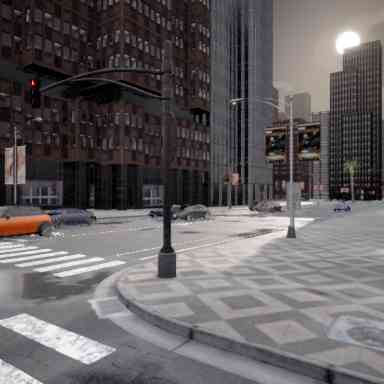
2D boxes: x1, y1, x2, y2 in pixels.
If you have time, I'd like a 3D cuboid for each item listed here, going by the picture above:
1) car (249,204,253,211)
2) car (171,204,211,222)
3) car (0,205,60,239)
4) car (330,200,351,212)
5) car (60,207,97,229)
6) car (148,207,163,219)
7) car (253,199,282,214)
[{"bbox_3d":[10.463,2.235,51.222,1.837,1.490,4.892,0,-1,36],"label":"car"},{"bbox_3d":[-0.111,1.901,30.792,1.837,1.490,4.892,0,-1,35],"label":"car"},{"bbox_3d":[-9.420,1.504,16.748,2.097,1.767,4.553,0,-1,29],"label":"car"},{"bbox_3d":[24.272,2.434,53.657,2.033,1.411,5.357,0,-1,34],"label":"car"},{"bbox_3d":[-8.955,1.801,23.917,1.994,1.385,4.181,0,-1,35],"label":"car"},{"bbox_3d":[-2.229,2.006,33.430,1.895,1.301,4.718,0,-1,36],"label":"car"},{"bbox_3d":[10.763,2.021,46.081,2.097,1.767,4.553,0,-1,36],"label":"car"}]
